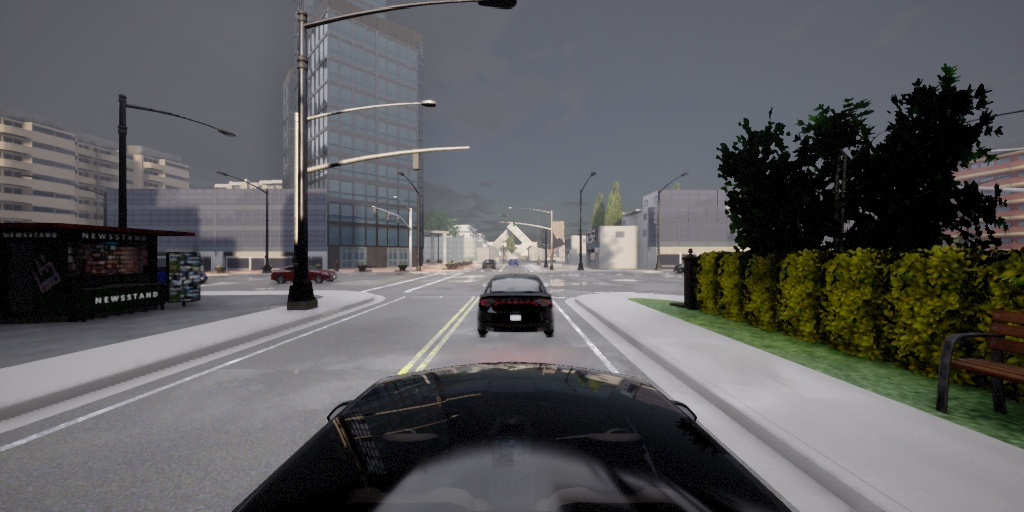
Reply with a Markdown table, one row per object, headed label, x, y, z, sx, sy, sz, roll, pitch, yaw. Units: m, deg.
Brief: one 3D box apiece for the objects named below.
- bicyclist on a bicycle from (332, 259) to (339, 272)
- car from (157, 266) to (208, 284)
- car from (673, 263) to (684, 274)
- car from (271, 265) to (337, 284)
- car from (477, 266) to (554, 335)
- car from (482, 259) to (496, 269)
| label | x | y | z | sx | sy | sz | roll | pitch | yaw |
| --- | --- | --- | --- | --- | --- | --- | --- | --- | --- |
| bicyclist on a bicycle | -21.849 | 1.216 | 44.395 | 0.582 | 1.620 | 1.656 | -1 | 0 | 0 |
| car | -26.441 | 1.502 | 27.885 | 4.674 | 1.442 | 1.812 | -1 | 0 | 0 |
| car | 19.965 | 1.057 | 38.807 | 4.553 | 1.767 | 2.097 | 0 | 0 | 0 |
| car | -16.175 | 1.382 | 27.938 | 4.674 | 1.442 | 1.812 | -1 | 0 | 0 |
| car | 0.107 | 1.228 | 10.514 | 1.882 | 1.535 | 5.008 | 0 | 0 | 1 |
| car | -3.412 | 1.227 | 54.129 | 1.882 | 1.535 | 5.008 | 0 | 0 | 0 |
